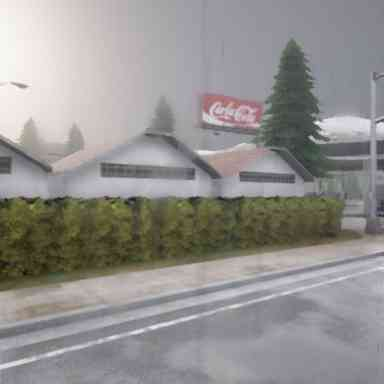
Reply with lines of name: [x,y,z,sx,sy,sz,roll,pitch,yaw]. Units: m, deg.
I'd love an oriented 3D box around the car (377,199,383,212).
car: [24.628,1.773,41.947,4.611,1.667,2.242,0,0,-36]
